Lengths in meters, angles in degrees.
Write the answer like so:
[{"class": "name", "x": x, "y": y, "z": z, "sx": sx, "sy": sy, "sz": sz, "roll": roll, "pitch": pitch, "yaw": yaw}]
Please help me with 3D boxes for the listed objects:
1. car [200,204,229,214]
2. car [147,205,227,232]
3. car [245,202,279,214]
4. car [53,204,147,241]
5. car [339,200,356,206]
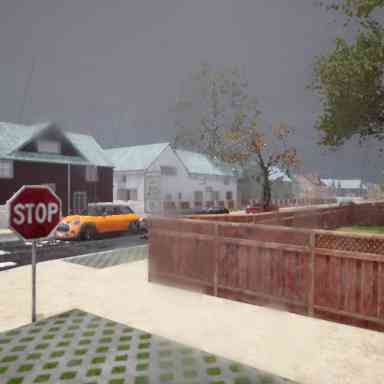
[{"class": "car", "x": 1.072, "y": 1.706, "z": 25.690, "sx": 2.128, "sy": 1.511, "sz": 4.902, "roll": 0, "pitch": 0, "yaw": 37}, {"class": "car", "x": -0.499, "y": 1.706, "z": 18.910, "sx": 2.033, "sy": 1.411, "sz": 5.357, "roll": 0, "pitch": 0, "yaw": 39}, {"class": "car", "x": 7.163, "y": 1.789, "z": 33.808, "sx": 1.882, "sy": 1.535, "sz": 5.008, "roll": 0, "pitch": 0, "yaw": 37}, {"class": "car", "x": -4.931, "y": 1.469, "z": 17.670, "sx": 2.097, "sy": 1.767, "sz": 4.553, "roll": 0, "pitch": 0, "yaw": 37}, {"class": "car", "x": 24.180, "y": 2.031, "z": 51.631, "sx": 2.128, "sy": 1.511, "sz": 4.902, "roll": 0, "pitch": 0, "yaw": 36}]
